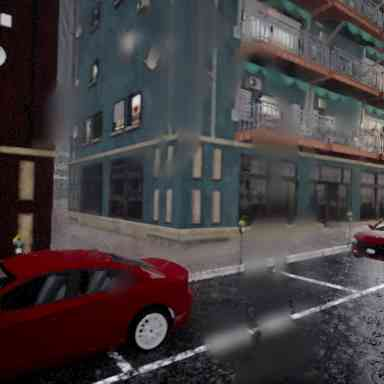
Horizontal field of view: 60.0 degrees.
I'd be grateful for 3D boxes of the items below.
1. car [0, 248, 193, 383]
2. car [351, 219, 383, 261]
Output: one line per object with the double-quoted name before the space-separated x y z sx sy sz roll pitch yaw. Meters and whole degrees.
"car" -2.091 1.542 4.576 4.507 1.381 1.887 0 2 -35
"car" 7.131 1.502 11.157 4.507 1.381 1.887 0 2 -35
